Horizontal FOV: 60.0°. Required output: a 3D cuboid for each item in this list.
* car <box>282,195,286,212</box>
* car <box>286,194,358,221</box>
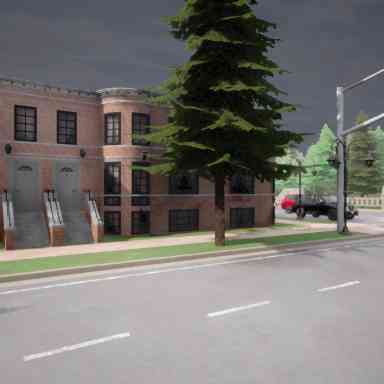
[{"bbox_3d":[11.598,1.221,33.557,2.150,2.045,5.566,0,0,-30],"label":"car"},{"bbox_3d":[10.933,1.221,27.783,2.150,2.045,5.566,0,0,-28],"label":"car"}]
